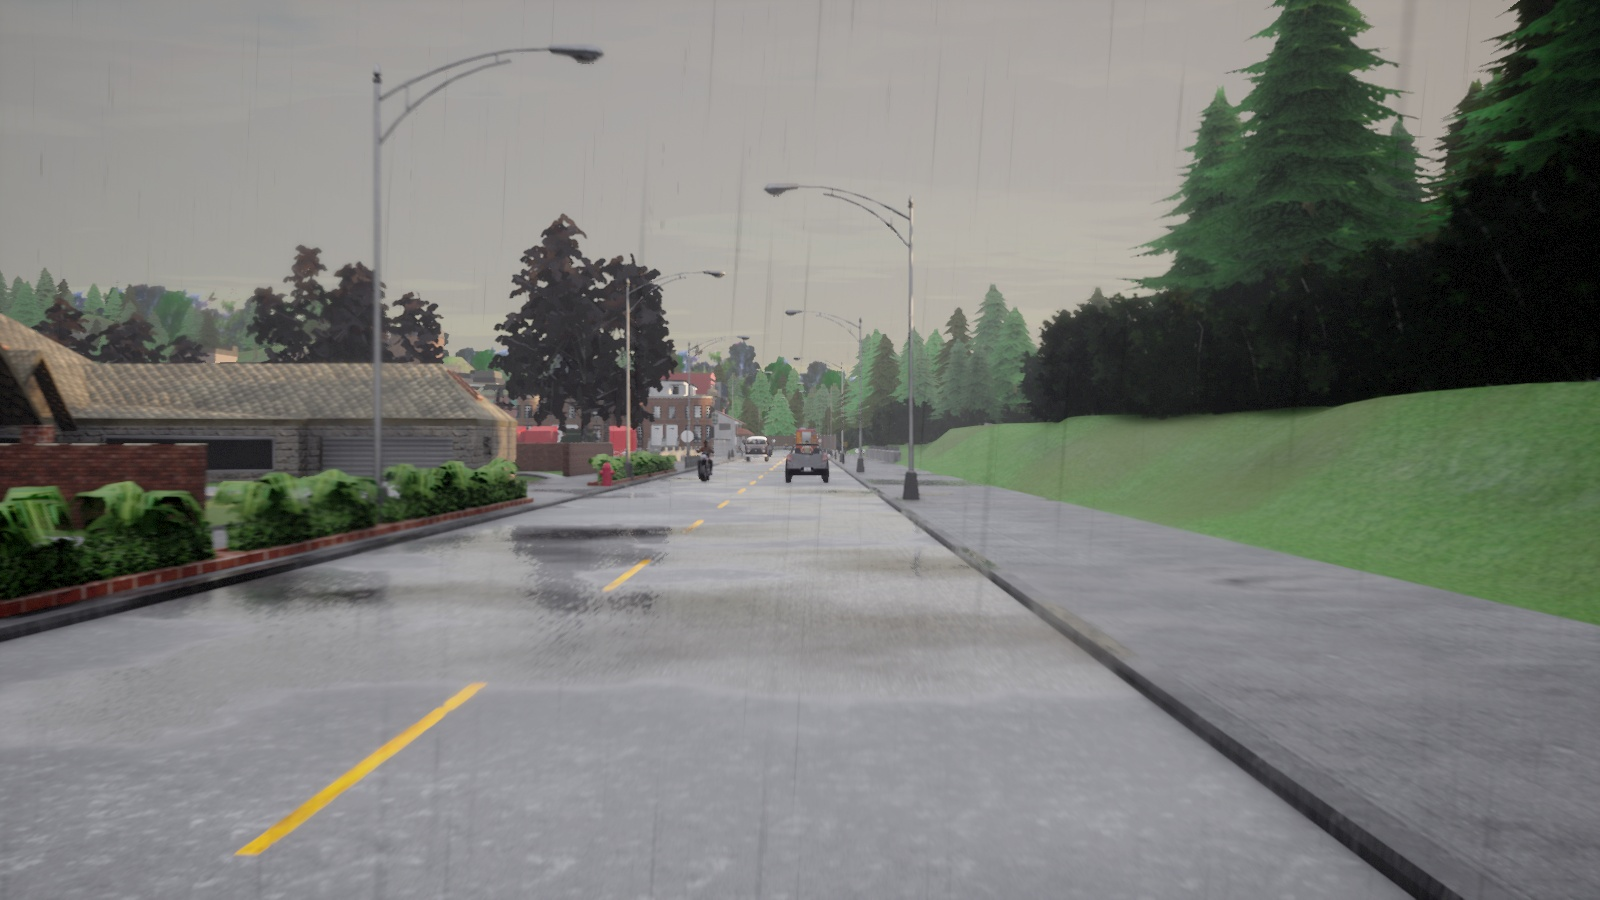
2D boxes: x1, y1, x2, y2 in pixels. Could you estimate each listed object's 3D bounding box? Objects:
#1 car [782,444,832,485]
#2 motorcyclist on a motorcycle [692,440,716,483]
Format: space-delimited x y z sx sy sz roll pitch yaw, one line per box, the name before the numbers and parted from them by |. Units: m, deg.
car | 0.271 0.507 47.981 1.845 1.501 3.633 0 0 0
motorcyclist on a motorcycle | -3.725 0.435 48.949 0.766 1.649 2.350 0 0 0
